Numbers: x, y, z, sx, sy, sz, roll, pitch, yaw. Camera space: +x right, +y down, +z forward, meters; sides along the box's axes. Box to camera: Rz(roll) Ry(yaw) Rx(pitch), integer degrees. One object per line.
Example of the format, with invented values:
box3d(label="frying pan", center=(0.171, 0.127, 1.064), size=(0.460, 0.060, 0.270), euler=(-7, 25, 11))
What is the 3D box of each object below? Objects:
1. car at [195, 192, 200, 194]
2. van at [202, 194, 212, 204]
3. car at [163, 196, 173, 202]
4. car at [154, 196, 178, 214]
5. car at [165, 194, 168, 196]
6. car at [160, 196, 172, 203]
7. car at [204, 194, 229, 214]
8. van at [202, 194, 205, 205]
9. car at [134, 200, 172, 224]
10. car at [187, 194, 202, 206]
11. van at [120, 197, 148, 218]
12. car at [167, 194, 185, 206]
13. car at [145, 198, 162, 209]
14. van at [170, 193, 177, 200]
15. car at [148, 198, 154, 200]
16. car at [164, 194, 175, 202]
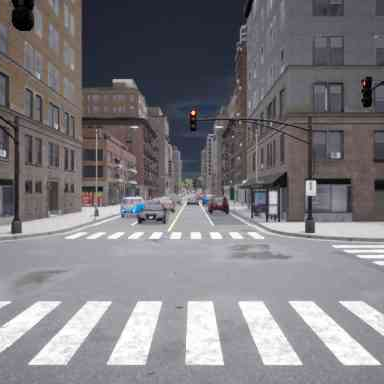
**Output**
box3d(label="car", center=(2.429, 1.338, 84.891), size=(2.097, 1.767, 4.553), euler=(0, 0, 0))
box3d(label="van", center=(2.802, 1.331, 62.408), size=(1.690, 1.788, 3.998), euler=(0, 0, 0))
box3d(label="car", center=(-5.253, 1.554, 73.235), size=(1.947, 1.339, 4.313), euler=(0, 0, 0))
box3d(label="car", center=(-2.779, 1.522, 36.156), size=(1.812, 1.442, 4.674), euler=(0, 0, 0))
box3d(label="car", center=(-5.278, 1.516, 62.253), size=(1.752, 1.417, 4.829), euler=(0, 0, 0))
box3d(label="car", center=(-5.265, 1.540, 67.828), size=(2.008, 1.369, 4.403), euler=(0, 0, 0))
box3d(label="car", center=(2.773, 1.311, 35.376), size=(2.192, 1.841, 5.009), euler=(0, 0, 0))
box3d(label="van", center=(2.790, 1.334, 51.595), size=(1.690, 1.788, 3.998), euler=(0, 0, 0))
box3d(label="car", center=(-2.802, 1.561, 24.779), size=(1.994, 1.385, 4.181), euler=(0, 0, 0))
box3d(label="car", center=(0.165, 1.556, 55.492), size=(1.994, 1.385, 4.181), euler=(0, 0, 1))
box3d(label="van", center=(-5.351, 1.338, 29.985), size=(1.690, 1.788, 3.998), euler=(0, 0, 0))
box3d(label="car", center=(-2.676, 1.498, 55.576), size=(1.837, 1.490, 4.892), euler=(0, 0, 1))
box3d(label="car", center=(-5.314, 1.538, 46.203), size=(1.887, 1.381, 4.507), euler=(0, 0, 0))
box3d(label="van", center=(-5.204, 1.324, 94.860), size=(1.690, 1.788, 3.998), euler=(0, 0, 0))
box3d(label="car", center=(-5.326, 1.561, 40.797), size=(1.947, 1.339, 4.313), euler=(0, 0, 0))
box3d(label="car", center=(-5.241, 1.302, 78.641), size=(2.192, 1.841, 5.009), euler=(0, 0, 0))
